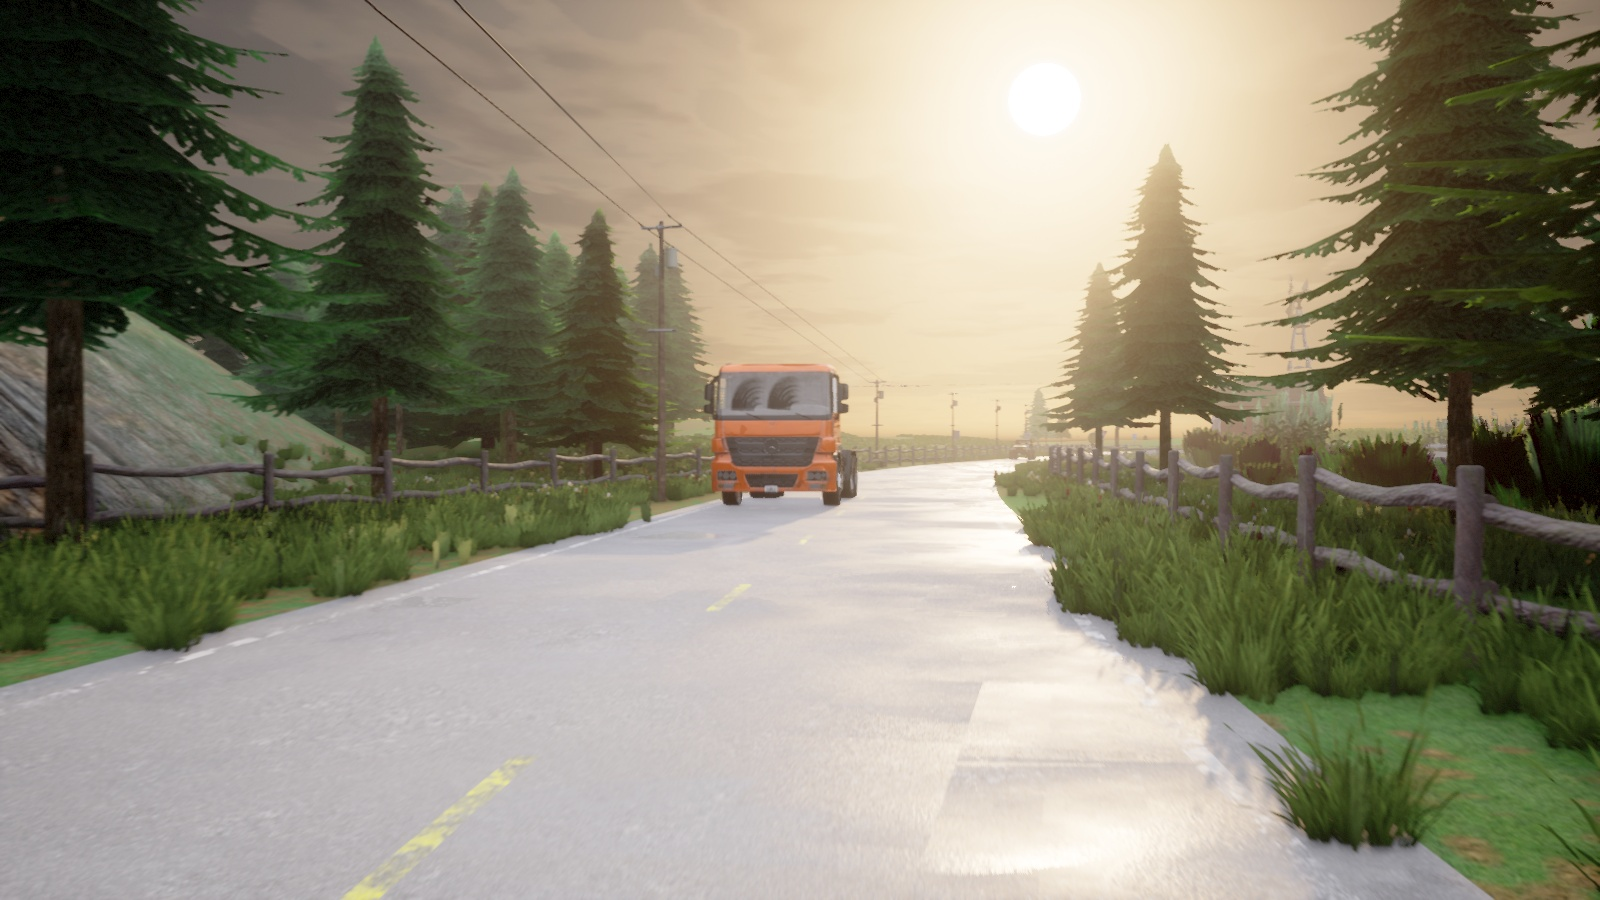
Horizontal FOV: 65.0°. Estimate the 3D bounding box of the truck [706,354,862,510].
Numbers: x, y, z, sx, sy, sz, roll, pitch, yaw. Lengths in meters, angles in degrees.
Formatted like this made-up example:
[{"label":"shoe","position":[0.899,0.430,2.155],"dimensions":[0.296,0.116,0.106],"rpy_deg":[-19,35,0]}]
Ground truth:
[{"label":"truck","position":[-0.182,-0.416,31.982],"dimensions":[2.891,3.462,7.936],"rpy_deg":[0,0,7]}]
